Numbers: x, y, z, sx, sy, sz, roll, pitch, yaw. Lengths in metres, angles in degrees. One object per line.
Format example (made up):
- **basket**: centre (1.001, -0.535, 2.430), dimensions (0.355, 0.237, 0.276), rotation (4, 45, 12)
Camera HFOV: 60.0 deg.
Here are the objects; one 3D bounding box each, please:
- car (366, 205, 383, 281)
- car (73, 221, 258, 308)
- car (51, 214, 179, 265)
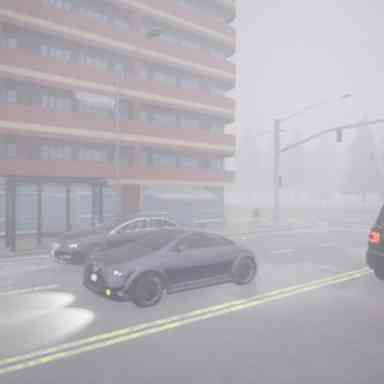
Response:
- **car**: centre (6.770, 1.257, 8.620), dimensions (5.566, 2.045, 2.150), rotation (1, 0, -35)
- **car**: centre (-0.387, 1.580, 8.000), dimensions (4.181, 1.385, 1.994), rotation (0, 0, -35)
- **car**: centre (-2.050, 1.509, 11.111), dimensions (4.902, 1.511, 2.128), rotation (0, 0, -35)
